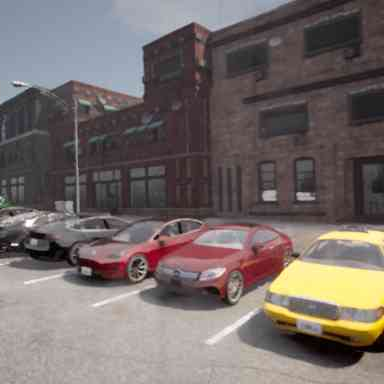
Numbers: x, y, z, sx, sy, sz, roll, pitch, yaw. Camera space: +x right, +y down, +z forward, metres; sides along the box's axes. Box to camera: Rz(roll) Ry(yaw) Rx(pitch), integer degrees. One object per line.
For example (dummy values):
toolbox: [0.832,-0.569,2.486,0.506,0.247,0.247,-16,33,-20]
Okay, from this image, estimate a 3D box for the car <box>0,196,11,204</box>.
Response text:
car: [-13.974,1.262,20.421,2.435,2.045,5.566,0,0,41]

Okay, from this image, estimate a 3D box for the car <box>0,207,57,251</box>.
car: [-5.436,1.504,13.399,2.231,1.521,4.892,0,0,39]

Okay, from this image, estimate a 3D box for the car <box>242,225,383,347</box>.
car: [3.166,1.485,6.663,1.946,1.575,5.366,0,0,36]

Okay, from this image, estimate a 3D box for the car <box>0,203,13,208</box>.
car: [-9.799,1.530,16.891,2.163,1.488,4.792,0,0,40]

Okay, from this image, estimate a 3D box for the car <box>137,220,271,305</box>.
car: [1.076,1.535,8.429,2.002,1.452,4.674,0,0,37]

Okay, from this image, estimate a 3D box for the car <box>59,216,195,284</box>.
car: [-1.129,1.529,10.041,2.163,1.488,4.792,0,0,37]

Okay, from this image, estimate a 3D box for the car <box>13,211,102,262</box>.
car: [-3.261,1.532,11.745,2.163,1.488,4.792,0,0,38]
